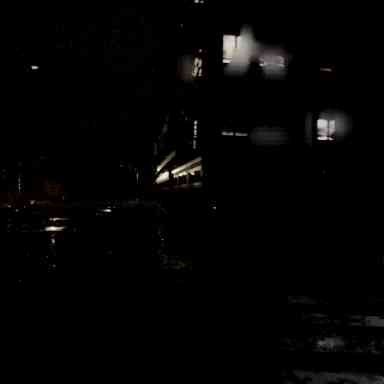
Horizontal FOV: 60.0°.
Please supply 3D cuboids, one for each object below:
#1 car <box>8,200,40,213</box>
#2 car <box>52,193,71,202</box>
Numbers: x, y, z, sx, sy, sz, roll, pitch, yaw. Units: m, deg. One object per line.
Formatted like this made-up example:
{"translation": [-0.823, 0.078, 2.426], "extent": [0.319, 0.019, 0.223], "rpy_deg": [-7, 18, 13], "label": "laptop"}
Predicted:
{"translation": [-17.834, 1.531, 35.418], "extent": [1.895, 1.301, 4.718], "rpy_deg": [1, 0, -9], "label": "car"}
{"translation": [-20.045, 0.919, 51.198], "extent": [2.097, 1.767, 4.553], "rpy_deg": [1, 0, -8], "label": "car"}
